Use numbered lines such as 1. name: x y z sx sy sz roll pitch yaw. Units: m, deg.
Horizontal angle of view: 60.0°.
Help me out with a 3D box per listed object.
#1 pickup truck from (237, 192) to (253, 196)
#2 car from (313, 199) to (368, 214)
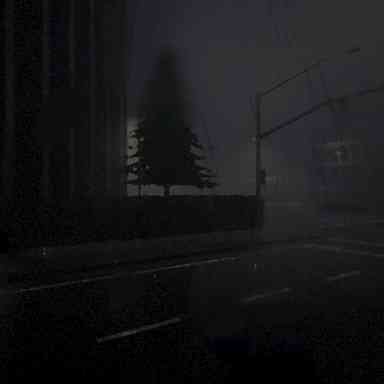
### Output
1. pickup truck: 10.458 1.056 64.764 2.390 2.098 6.274 0 0 -6
2. car: 15.646 1.474 35.363 2.033 1.411 5.357 0 0 -36
